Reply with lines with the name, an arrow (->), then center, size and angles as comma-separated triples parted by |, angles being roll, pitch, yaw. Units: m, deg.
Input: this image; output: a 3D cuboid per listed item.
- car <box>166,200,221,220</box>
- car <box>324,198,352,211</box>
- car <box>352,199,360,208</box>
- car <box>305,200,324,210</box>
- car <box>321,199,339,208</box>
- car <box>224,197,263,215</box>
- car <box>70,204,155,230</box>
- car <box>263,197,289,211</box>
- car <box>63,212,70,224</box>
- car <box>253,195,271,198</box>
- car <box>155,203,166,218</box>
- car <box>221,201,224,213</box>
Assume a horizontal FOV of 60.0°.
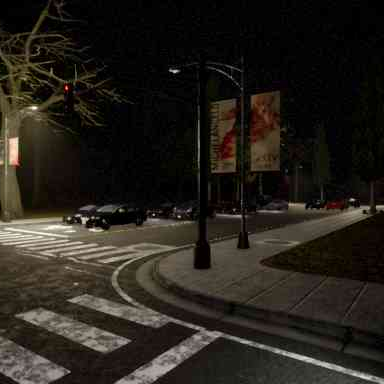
car -> 0.229, 1.473, 29.252 | 2.097, 1.767, 4.553 | 0, 0, 35
car -> 20.260, 1.653, 46.106 | 2.097, 1.767, 4.553 | 0, 0, 35
car -> 26.370, 1.892, 54.801 | 2.128, 1.511, 4.902 | 0, -1, 35
car -> 17.796, 1.824, 48.247 | 1.812, 1.442, 4.674 | 0, 0, 35
car -> 23.481, 1.917, 56.354 | 1.812, 1.442, 4.674 | 0, -1, 35
car -> 5.878, 1.680, 37.283 | 1.837, 1.490, 4.892 | 0, 0, 35
car -> -5.016, 1.567, 21.793 | 2.128, 1.511, 4.902 | 0, 0, 35
car -> 11.823, 1.772, 45.678 | 1.812, 1.442, 4.674 | 0, 0, 36
car -> -7.228, 1.637, 24.312 | 1.994, 1.385, 4.181 | 0, 0, 36
car -> 9.898, 1.472, 48.582 | 2.150, 2.045, 5.566 | 0, 0, 38
car -> -1.903, 1.667, 31.861 | 2.033, 1.411, 5.357 | 0, 0, 35
car -> 3.820, 1.776, 40.013 | 1.895, 1.301, 4.718 | 0, 0, 35
